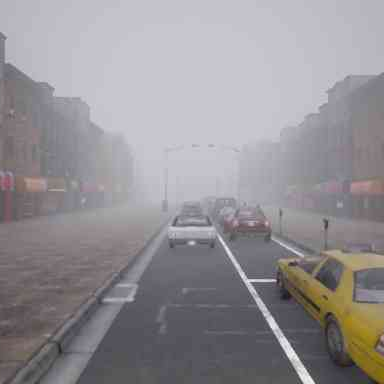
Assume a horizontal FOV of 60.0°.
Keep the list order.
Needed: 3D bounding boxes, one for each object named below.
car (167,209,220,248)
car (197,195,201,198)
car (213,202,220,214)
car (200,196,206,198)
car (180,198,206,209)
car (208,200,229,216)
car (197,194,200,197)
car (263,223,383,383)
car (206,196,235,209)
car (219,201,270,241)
[{"bbox_3d":[0.000,1.624,14.680,1.895,1.301,4.718,0,0,0],"label":"car"},{"bbox_3d":[2.641,1.704,67.791,1.947,1.339,4.313,0,0,0],"label":"car"},{"bbox_3d":[2.642,1.598,22.396,1.802,1.307,4.206,0,0,0],"label":"car"},{"bbox_3d":[2.750,1.429,50.032,2.097,1.767,4.553,0,0,0],"label":"car"},{"bbox_3d":[0.000,1.545,29.652,1.837,1.490,4.892,0,0,0],"label":"car"},{"bbox_3d":[2.642,1.562,33.915,1.752,1.417,4.829,0,0,0],"label":"car"},{"bbox_3d":[2.640,1.712,73.466,2.008,1.369,4.403,0,0,0],"label":"car"},{"bbox_3d":[2.643,1.525,5.543,1.752,1.417,4.829,0,0,0],"label":"car"},{"bbox_3d":[2.644,1.340,28.070,2.192,1.841,5.009,0,0,0],"label":"car"},{"bbox_3d":[2.644,1.449,16.722,1.967,1.590,4.097,0,0,0],"label":"car"}]
